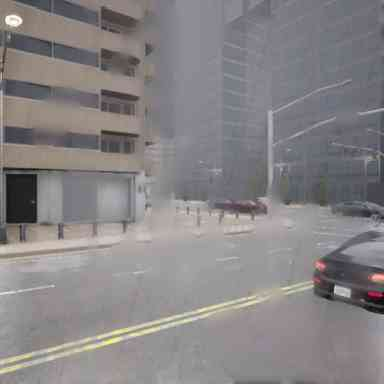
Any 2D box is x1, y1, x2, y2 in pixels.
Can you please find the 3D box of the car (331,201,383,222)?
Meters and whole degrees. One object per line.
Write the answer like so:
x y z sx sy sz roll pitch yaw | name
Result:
13.561 1.457 26.458 2.128 1.511 4.902 0 0 -36 | car

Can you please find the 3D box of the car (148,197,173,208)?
-4.398 1.470 45.420 1.812 1.442 4.674 0 0 -35 | car

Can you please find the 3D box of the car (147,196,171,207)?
-5.328 1.471 52.843 1.812 1.442 4.674 0 0 -35 | car

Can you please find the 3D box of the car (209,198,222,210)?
4.044 1.450 39.523 1.837 1.490 4.892 0 0 -35 | car

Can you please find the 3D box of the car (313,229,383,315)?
4.440 1.526 6.982 4.674 1.442 1.812 0 0 -35 | car

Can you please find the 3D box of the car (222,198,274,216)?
5.455 1.422 31.572 1.882 1.535 5.008 0 0 -36 | car
